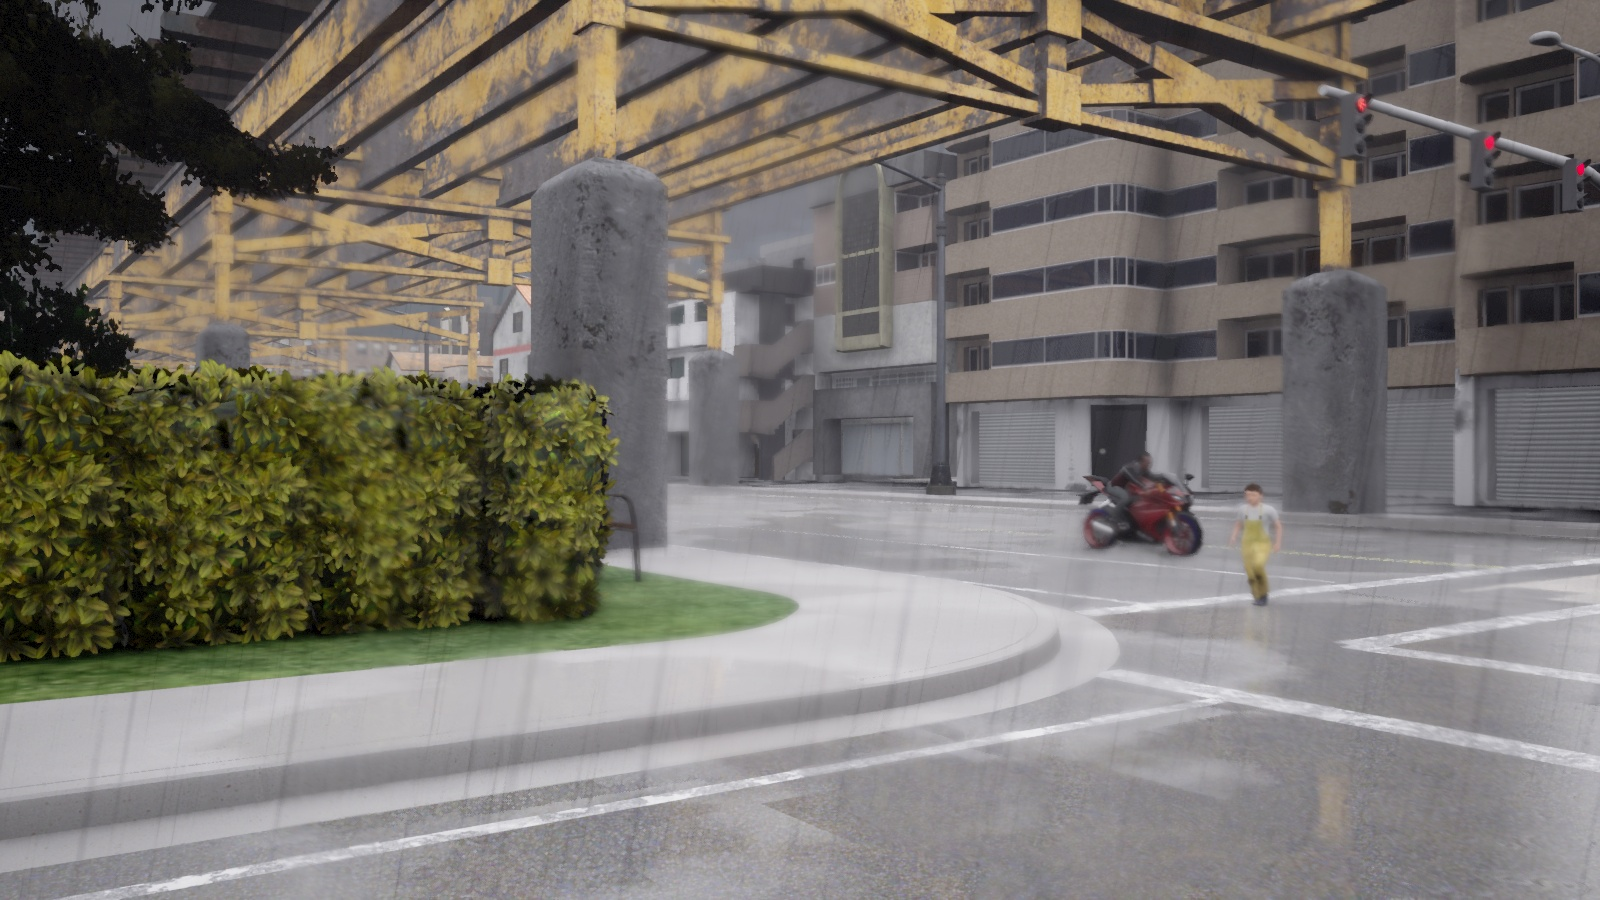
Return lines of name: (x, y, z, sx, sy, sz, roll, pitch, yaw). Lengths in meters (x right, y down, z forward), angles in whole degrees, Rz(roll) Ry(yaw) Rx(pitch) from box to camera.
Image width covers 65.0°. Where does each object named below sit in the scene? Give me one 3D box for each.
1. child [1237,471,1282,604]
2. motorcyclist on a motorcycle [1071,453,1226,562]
child: (4.488, 0.840, 12.264, 0.270, 1.263, 0.437, 0, 0, 42)
motorcyclist on a motorcycle: (5.196, 0.815, 18.884, 0.866, 1.530, 2.191, 0, 0, -35)
